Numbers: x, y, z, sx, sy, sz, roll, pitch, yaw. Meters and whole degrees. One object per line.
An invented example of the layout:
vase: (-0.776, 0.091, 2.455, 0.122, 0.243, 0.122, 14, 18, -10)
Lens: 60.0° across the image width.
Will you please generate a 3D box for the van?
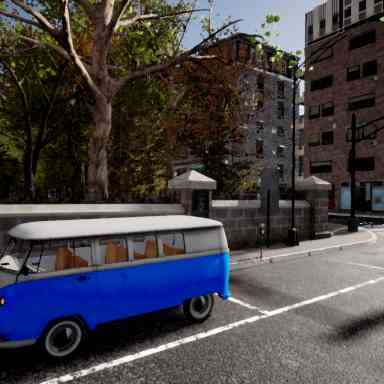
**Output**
van: (-1.202, 1.342, 5.644, 3.998, 1.788, 1.690, 0, 1, -36)
